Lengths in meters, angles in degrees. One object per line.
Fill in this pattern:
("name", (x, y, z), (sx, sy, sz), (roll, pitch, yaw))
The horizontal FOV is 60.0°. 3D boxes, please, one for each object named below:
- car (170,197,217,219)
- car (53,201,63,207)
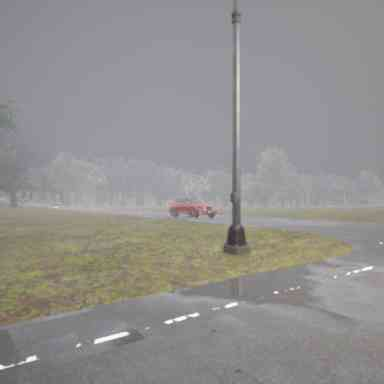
("car", (-0.018, 1.490, 31.993), (2.150, 2.045, 5.566), (3, -3, -36))
("car", (-34.147, 3.055, 84.809), (1.837, 1.490, 4.892), (2, -2, -32))
